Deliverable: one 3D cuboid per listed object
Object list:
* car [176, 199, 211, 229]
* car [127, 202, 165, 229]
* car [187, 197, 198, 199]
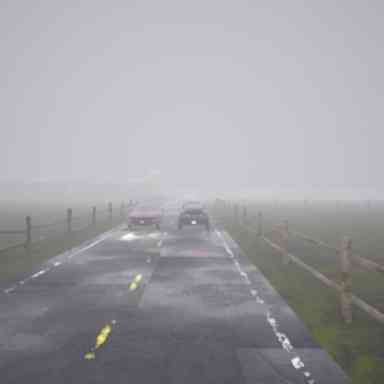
[{"bbox_3d":[0.103,1.410,20.657,1.837,1.490,4.892,0,0,0],"label":"car"},{"bbox_3d":[-2.748,1.381,20.827,1.882,1.535,5.008,0,0,0],"label":"car"},{"bbox_3d":[0.106,1.341,39.031,1.812,1.442,4.674,0,0,0],"label":"car"}]
